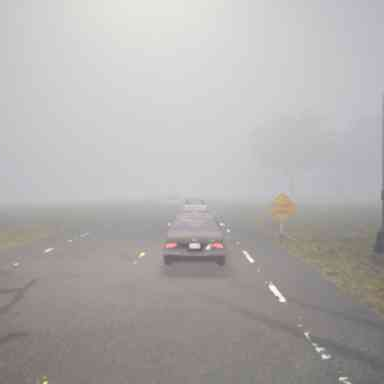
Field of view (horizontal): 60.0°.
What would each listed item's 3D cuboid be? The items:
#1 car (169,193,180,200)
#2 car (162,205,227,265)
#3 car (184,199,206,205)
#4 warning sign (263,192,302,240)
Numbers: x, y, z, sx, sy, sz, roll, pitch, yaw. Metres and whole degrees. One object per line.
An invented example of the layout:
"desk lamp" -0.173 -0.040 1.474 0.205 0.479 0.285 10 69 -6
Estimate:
"car" -3.072 0.802 58.696 1.895 1.301 4.718 0 1 1
"car" 0.110 1.402 11.086 2.033 1.411 5.357 0 1 1
"car" 0.259 1.228 27.610 1.895 1.301 4.718 0 1 1
"warning sign" 3.672 0.937 13.593 1.300 1.860 1.060 1 1 0
